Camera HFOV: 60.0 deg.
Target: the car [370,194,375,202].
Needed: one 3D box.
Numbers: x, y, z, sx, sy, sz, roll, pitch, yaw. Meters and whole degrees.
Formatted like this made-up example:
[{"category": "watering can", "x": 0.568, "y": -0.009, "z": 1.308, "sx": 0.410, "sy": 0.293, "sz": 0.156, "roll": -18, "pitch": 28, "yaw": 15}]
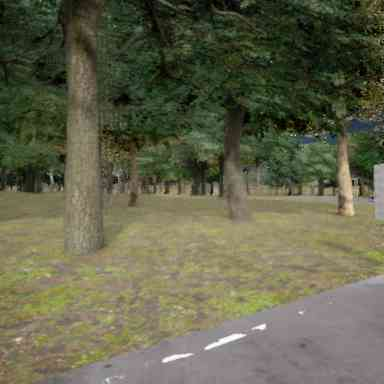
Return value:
[{"category": "car", "x": 30.197, "y": 0.946, "z": 52.794, "sx": 1.837, "sy": 1.490, "sz": 4.892, "roll": -1, "pitch": 1, "yaw": -1}]
